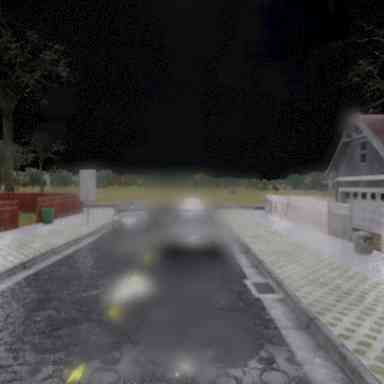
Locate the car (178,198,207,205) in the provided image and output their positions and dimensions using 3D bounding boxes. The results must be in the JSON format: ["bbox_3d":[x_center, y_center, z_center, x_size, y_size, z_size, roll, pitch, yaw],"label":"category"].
[{"bbox_3d":[0.036,1.160,23.025,1.812,1.442,4.674,0,1,0],"label":"car"}]

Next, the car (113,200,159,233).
[{"bbox_3d":[-2.818,1.211,17.560,2.128,1.511,4.902,0,1,0],"label":"car"}]

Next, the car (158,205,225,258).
[{"bbox_3d":[0.066,1.368,11.932,1.994,1.385,4.181,0,1,0],"label":"car"}]
